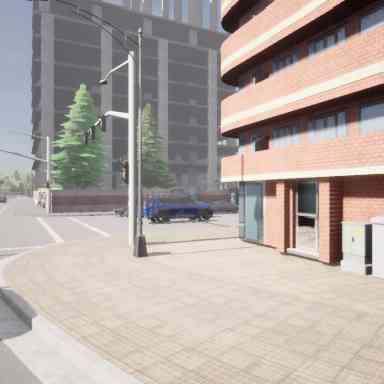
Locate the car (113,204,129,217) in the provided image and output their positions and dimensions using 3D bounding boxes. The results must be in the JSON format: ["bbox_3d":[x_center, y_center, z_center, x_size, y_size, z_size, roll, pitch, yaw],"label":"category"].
[{"bbox_3d":[-4.968,1.551,31.528,4.902,1.511,2.128,0,0,-27],"label":"car"}]

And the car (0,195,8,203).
[{"bbox_3d":[-38.033,1.607,65.927,1.895,1.301,4.718,0,0,-27],"label":"car"}]

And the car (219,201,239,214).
[{"bbox_3d":[2.990,1.623,35.541,4.181,1.385,1.994,0,0,-28],"label":"car"}]

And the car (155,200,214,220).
[{"bbox_3d":[-0.660,1.550,29.779,4.902,1.511,2.128,0,0,-27],"label":"car"}]

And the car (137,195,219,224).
[{"bbox_3d":[-1.112,1.279,25.407,5.566,2.045,2.150,0,0,-27],"label":"car"}]

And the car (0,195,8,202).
[{"bbox_3d":[-42.570,1.514,74.776,1.837,1.490,4.892,0,0,-27],"label":"car"}]
